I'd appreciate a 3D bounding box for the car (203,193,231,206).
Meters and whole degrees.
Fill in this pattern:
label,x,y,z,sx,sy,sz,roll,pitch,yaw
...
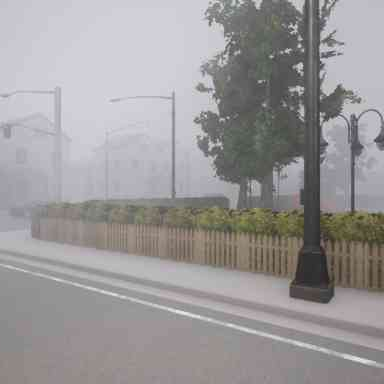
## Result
label,x,y,z,sx,sy,sz,roll,pitch,yaw
car,3.515,1.220,48.168,2.150,2.045,5.566,0,0,35

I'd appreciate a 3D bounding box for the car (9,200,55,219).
label,x,y,z,sx,sy,sz,roll,pitch,yaw
car,-13.681,1.476,29.789,1.882,1.535,5.008,0,0,35
